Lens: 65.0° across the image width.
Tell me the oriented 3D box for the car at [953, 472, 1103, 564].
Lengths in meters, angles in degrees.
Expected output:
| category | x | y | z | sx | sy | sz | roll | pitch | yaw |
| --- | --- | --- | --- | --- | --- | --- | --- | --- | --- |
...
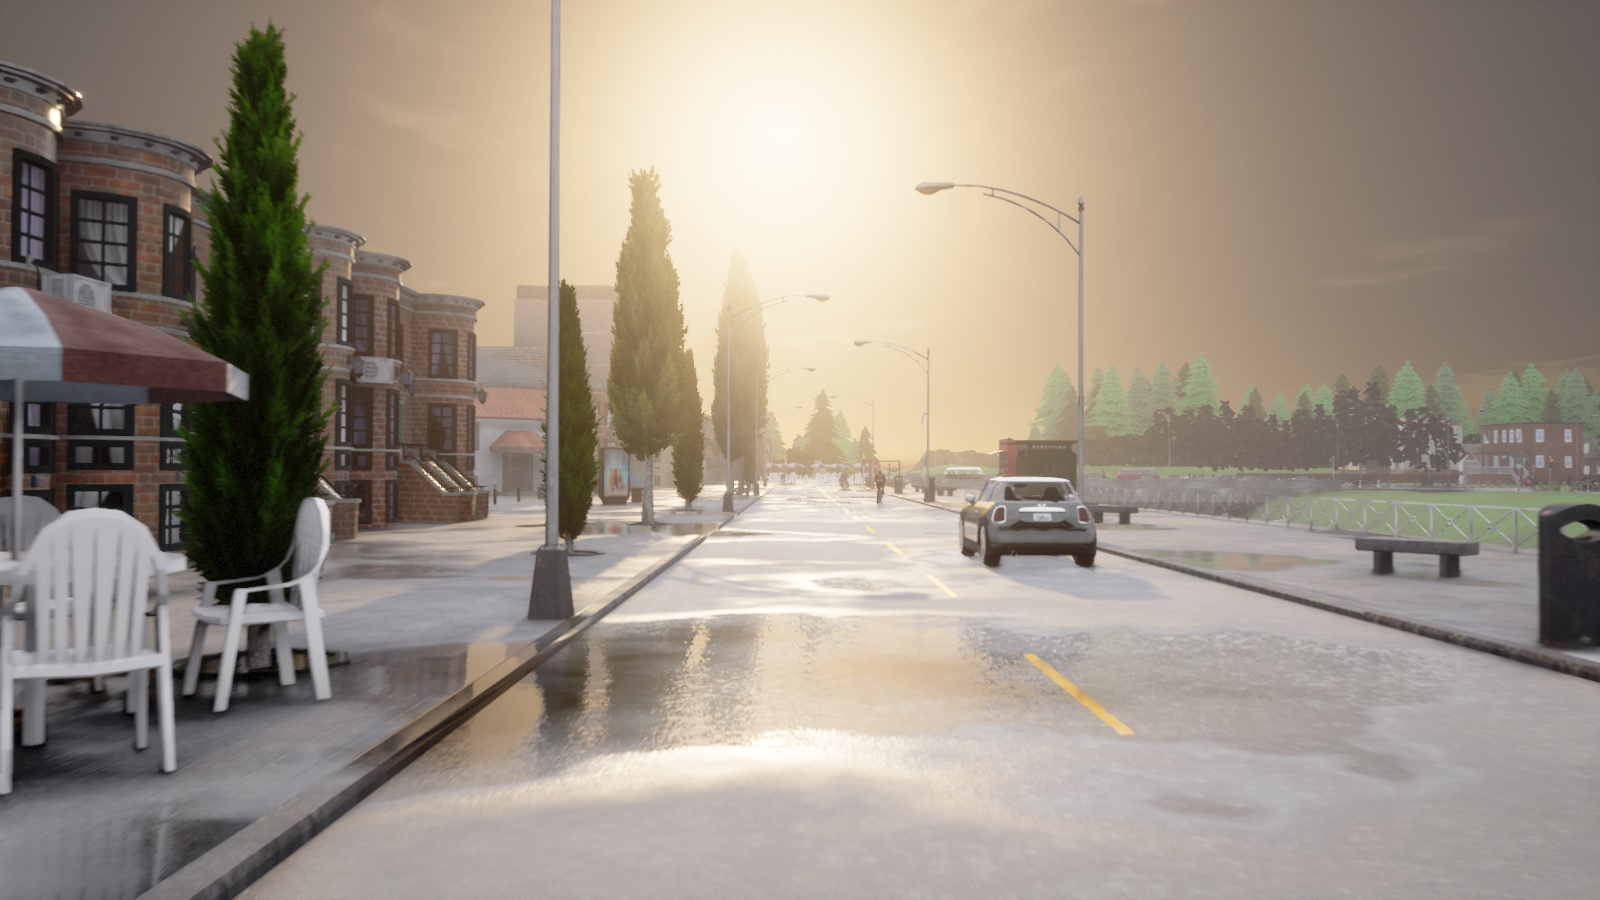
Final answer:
| category | x | y | z | sx | sy | sz | roll | pitch | yaw |
| --- | --- | --- | --- | --- | --- | --- | --- | --- | --- |
| car | 3.941 | 1.139 | 22.363 | 1.970 | 1.475 | 3.806 | 0 | -1 | 0 |
